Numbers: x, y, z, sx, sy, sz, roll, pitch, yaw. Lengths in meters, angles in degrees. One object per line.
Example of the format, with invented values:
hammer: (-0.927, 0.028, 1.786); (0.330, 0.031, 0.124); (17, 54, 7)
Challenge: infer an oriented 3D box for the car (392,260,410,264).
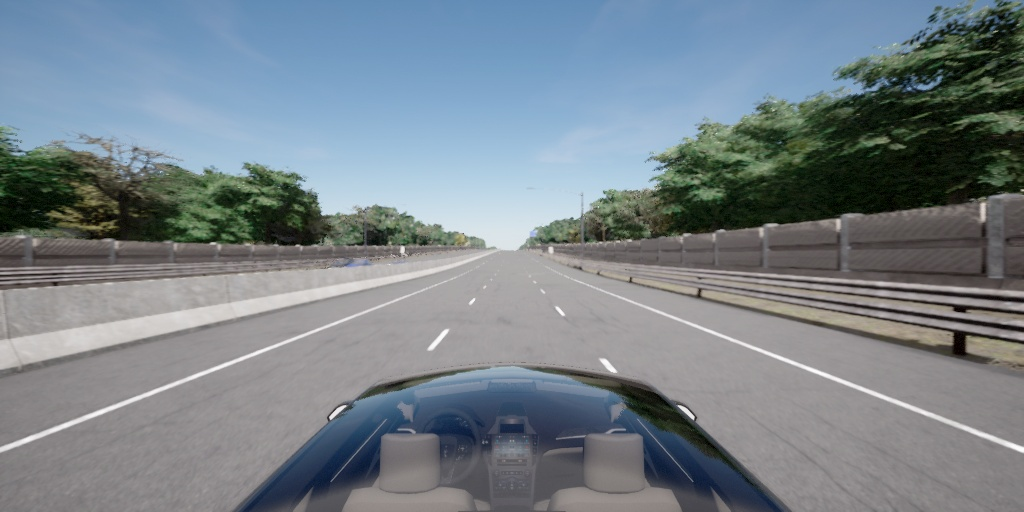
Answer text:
car: (-14.034, 1.175, 45.164); (1.994, 1.385, 4.181); (0, 1, 0)

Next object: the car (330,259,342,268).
car: (-21.052, 1.115, 45.159); (1.837, 1.490, 4.892); (0, 1, 0)

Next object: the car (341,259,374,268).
car: (-17.561, 1.184, 41.728); (1.812, 1.442, 4.674); (0, 1, 0)
